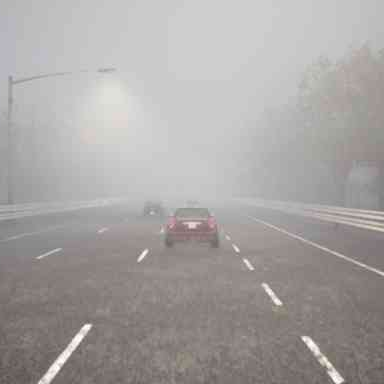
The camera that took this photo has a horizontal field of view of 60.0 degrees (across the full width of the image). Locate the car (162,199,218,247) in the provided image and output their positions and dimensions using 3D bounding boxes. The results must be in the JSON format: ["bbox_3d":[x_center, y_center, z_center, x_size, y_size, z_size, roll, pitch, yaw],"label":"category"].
[{"bbox_3d":[0.008,1.361,15.097,2.097,1.767,4.553,0,0,0],"label":"car"}]

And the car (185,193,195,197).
[{"bbox_3d":[0.037,1.545,74.612,1.882,1.535,5.008,0,0,0],"label":"car"}]

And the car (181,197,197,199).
[{"bbox_3d":[0.020,1.591,39.457,1.994,1.385,4.181,0,0,0],"label":"car"}]

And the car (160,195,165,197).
[{"bbox_3d":[-6.963,1.422,74.651,2.097,1.767,4.553,0,0,0],"label":"car"}]

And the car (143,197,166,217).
[{"bbox_3d":[-3.485,1.528,31.429,1.837,1.490,4.892,0,0,0],"label":"car"}]

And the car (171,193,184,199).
[{"bbox_3d":[-3.462,1.592,74.660,2.128,1.511,4.902,0,0,0],"label":"car"}]

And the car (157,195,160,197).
[{"bbox_3d":[-6.974,1.569,56.694,1.812,1.442,4.674,0,0,0],"label":"car"}]
